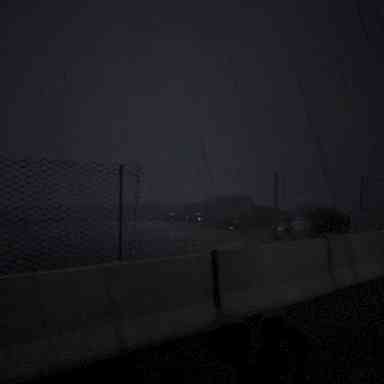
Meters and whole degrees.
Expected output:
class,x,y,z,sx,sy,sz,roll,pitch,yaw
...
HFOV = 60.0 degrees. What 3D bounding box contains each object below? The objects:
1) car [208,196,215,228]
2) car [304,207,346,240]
class,x,y,z,sx,sy,sz,roll,pitch,yaw
car,1.964,1.243,22.591,5.566,2.045,2.150,0,0,-35
car,6.127,1.514,16.961,4.902,1.511,2.128,0,0,-35
